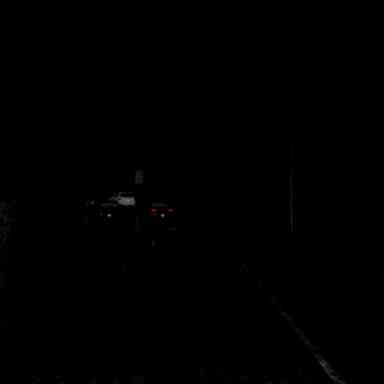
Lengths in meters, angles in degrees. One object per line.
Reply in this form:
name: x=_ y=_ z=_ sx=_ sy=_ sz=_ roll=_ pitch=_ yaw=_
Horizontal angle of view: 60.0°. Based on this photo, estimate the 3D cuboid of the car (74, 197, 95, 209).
car: x=-12.617 y=1.264 z=39.831 sx=2.033 sy=1.411 sz=5.357 roll=0 pitch=0 yaw=-32

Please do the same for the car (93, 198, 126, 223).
car: x=-6.068 y=1.373 z=24.352 sx=1.812 sy=1.442 sz=4.674 roll=0 pitch=0 yaw=-15

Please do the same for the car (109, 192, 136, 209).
car: x=-8.450 y=0.980 z=39.527 sx=2.150 sy=2.045 sz=5.566 roll=1 pitch=0 yaw=-29

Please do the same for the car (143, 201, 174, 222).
car: x=-2.545 y=1.388 z=24.678 sx=1.812 sy=1.442 sz=4.674 roll=0 pitch=0 yaw=-14
